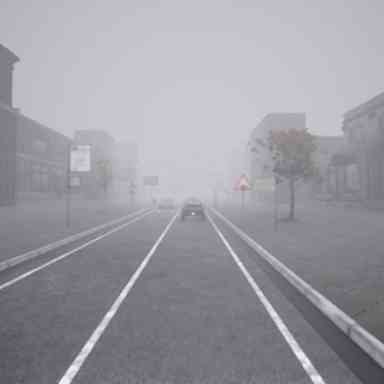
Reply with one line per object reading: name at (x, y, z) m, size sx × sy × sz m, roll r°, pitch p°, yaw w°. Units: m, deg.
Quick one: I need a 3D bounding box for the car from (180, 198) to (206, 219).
car at (0.089, 1.440, 27.758) m, size 1.837 × 1.490 × 4.892 m, roll 1°, pitch -1°, yaw 0°

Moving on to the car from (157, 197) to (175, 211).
car at (-3.098, 1.457, 40.901) m, size 1.837 × 1.490 × 4.892 m, roll 0°, pitch 0°, yaw 0°

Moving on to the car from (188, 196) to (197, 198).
car at (0.036, 1.421, 47.203) m, size 2.033 × 1.649 × 4.856 m, roll 0°, pitch -1°, yaw 0°
